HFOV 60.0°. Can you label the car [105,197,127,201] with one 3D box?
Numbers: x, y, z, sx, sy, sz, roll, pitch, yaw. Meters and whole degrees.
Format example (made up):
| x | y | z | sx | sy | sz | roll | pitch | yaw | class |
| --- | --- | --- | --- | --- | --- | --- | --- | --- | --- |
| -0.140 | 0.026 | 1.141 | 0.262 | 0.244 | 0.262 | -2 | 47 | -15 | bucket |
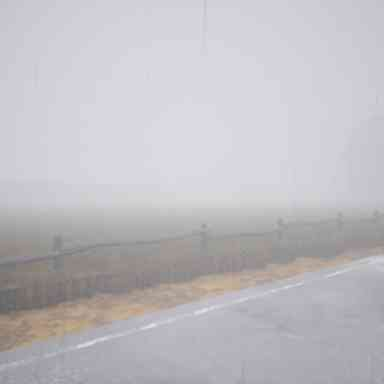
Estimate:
| x | y | z | sx | sy | sz | roll | pitch | yaw | class |
| --- | --- | --- | --- | --- | --- | --- | --- | --- | --- |
| -13.129 | 1.502 | 55.713 | 4.674 | 1.442 | 1.812 | 0 | 0 | -37 | car |
